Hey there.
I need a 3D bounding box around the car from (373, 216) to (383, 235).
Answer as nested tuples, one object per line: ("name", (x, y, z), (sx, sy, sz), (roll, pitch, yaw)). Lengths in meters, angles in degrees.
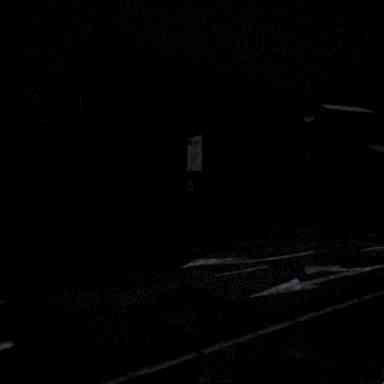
("car", (11.930, 1.541, 18.125), (5.008, 1.535, 2.097), (0, 0, -31))
